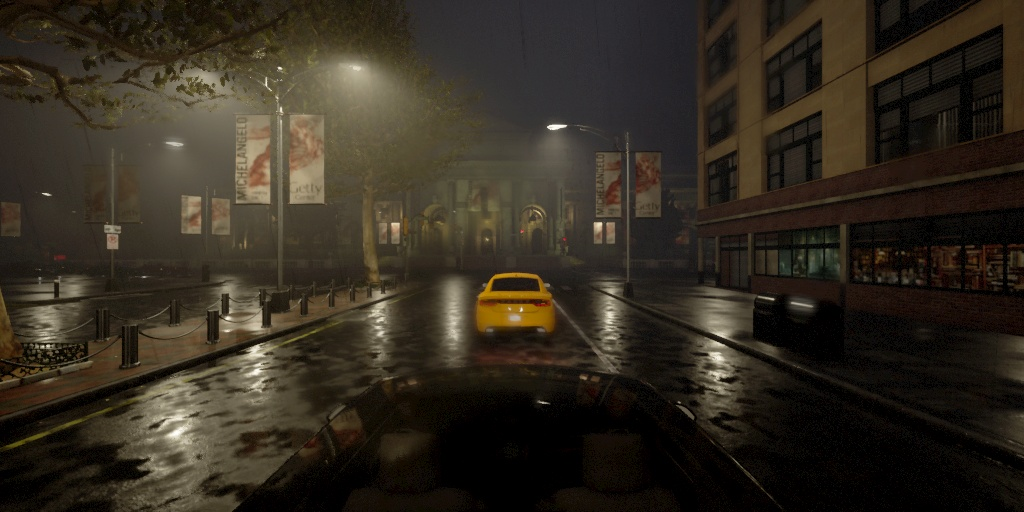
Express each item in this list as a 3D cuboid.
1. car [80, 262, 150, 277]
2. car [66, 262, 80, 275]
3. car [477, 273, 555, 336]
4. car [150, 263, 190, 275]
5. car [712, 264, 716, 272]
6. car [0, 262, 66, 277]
[{"bbox_3d":[-38.507,1.314,34.841,4.181,1.385,1.994,0,0,0],"label":"car"},{"bbox_3d":[-47.003,1.297,38.394,5.357,1.411,2.033,0,0,0],"label":"car"},{"bbox_3d":[0.120,1.228,10.391,1.882,1.535,5.008,0,0,1],"label":"car"},{"bbox_3d":[-37.398,1.351,38.338,4.718,1.301,1.895,0,0,1],"label":"car"},{"bbox_3d":[23.715,1.227,37.617,5.008,1.535,1.882,0,0,1],"label":"car"},{"bbox_3d":[-47.076,1.276,34.880,4.674,1.442,1.812,0,0,0],"label":"car"}]
